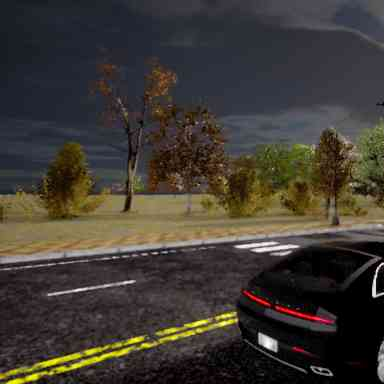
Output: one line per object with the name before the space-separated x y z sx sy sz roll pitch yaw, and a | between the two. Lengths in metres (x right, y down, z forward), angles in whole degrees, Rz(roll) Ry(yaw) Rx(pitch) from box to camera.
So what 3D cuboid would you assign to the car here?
car | 2.910 1.558 5.370 4.892 1.490 1.837 0 0 -34
